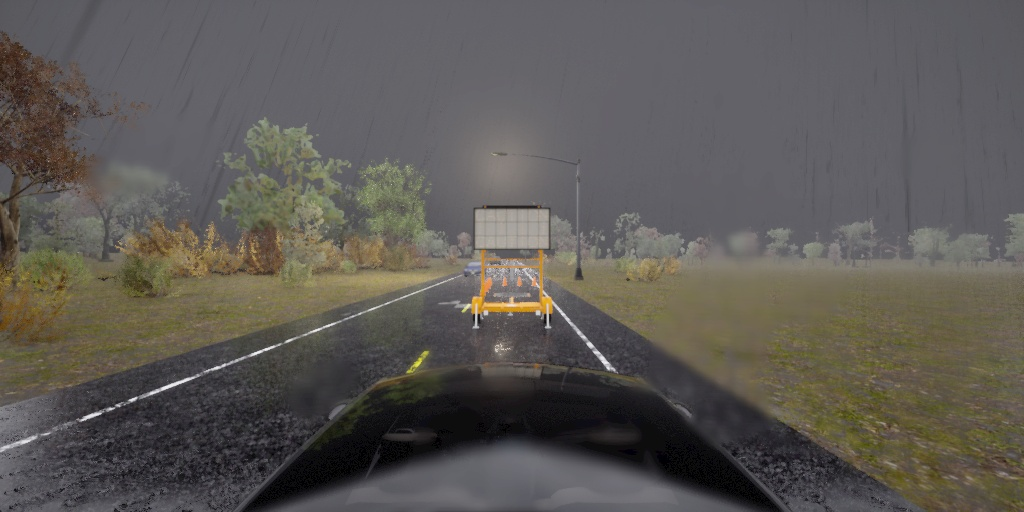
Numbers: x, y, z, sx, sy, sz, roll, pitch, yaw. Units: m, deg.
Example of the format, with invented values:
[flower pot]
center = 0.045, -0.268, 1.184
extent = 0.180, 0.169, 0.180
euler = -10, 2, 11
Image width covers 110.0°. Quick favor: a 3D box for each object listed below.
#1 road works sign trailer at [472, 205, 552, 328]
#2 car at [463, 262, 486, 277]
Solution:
[road works sign trailer]
center = 0.001, 0.216, 11.340
extent = 2.380, 3.560, 2.880
euler = 0, 0, 0
[car]
center = -3.610, 1.287, 35.473
extent = 1.812, 1.442, 4.674
euler = 0, 0, 0
